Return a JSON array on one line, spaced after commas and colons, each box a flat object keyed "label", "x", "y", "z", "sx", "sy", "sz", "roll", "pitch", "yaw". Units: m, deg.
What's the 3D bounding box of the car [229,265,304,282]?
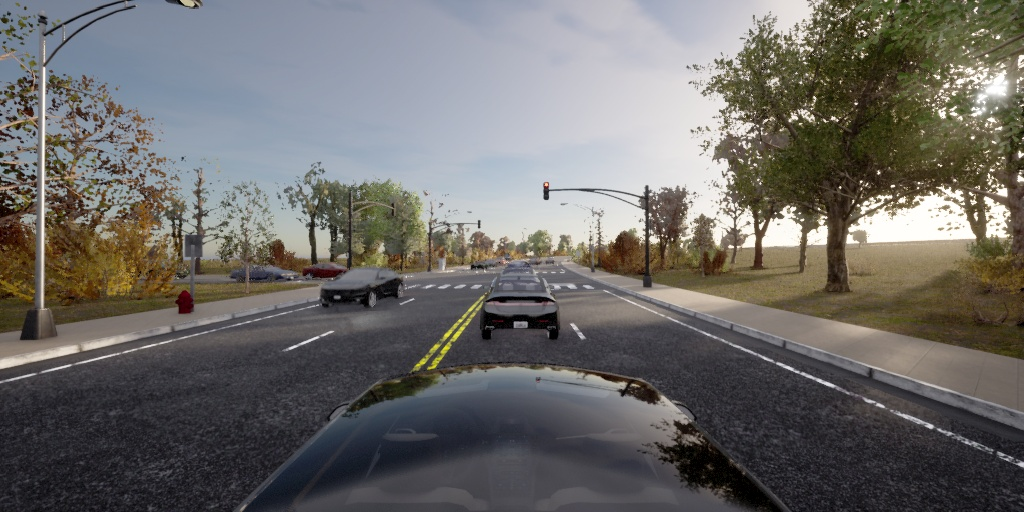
[{"label": "car", "x": -20.860, "y": 1.446, "z": 30.193, "sx": 5.357, "sy": 1.411, "sz": 2.033, "roll": -1, "pitch": -1, "yaw": 10}]

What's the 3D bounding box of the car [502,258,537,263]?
[{"label": "car", "x": 0.896, "y": 1.240, "z": 40.980, "sx": 1.812, "sy": 1.442, "sz": 4.674, "roll": 1, "pitch": 0, "yaw": 24}]

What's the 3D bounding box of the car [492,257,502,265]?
[{"label": "car", "x": -3.545, "y": 1.227, "z": 60.358, "sx": 2.033, "sy": 1.411, "sz": 5.357, "roll": 0, "pitch": 0, "yaw": 6}]

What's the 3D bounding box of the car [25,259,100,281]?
[{"label": "car", "x": -42.282, "y": 1.342, "z": 34.031, "sx": 5.566, "sy": 2.045, "sz": 2.150, "roll": -1, "pitch": -1, "yaw": 10}]

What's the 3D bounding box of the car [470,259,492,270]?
[{"label": "car", "x": -4.493, "y": 1.303, "z": 49.832, "sx": 1.895, "sy": 1.301, "sz": 4.718, "roll": 0, "pitch": 0, "yaw": 6}]

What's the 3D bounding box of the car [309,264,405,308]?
[{"label": "car", "x": -6.224, "y": 1.228, "z": 15.460, "sx": 1.882, "sy": 1.535, "sz": 5.008, "roll": 0, "pitch": 0, "yaw": 2}]

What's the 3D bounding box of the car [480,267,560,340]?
[{"label": "car", "x": 0.199, "y": 1.242, "z": 10.011, "sx": 2.128, "sy": 1.511, "sz": 4.902, "roll": 0, "pitch": 0, "yaw": 0}]

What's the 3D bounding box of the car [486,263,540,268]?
[{"label": "car", "x": 0.291, "y": 1.241, "z": 15.340, "sx": 2.128, "sy": 1.511, "sz": 4.902, "roll": 0, "pitch": 0, "yaw": 2}]

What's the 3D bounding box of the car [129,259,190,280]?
[{"label": "car", "x": -35.577, "y": 1.308, "z": 36.126, "sx": 5.566, "sy": 2.045, "sz": 2.150, "roll": -1, "pitch": -1, "yaw": 10}]

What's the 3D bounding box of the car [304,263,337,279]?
[{"label": "car", "x": -16.538, "y": 1.364, "z": 32.836, "sx": 5.008, "sy": 1.535, "sz": 1.882, "roll": -1, "pitch": -1, "yaw": 8}]
